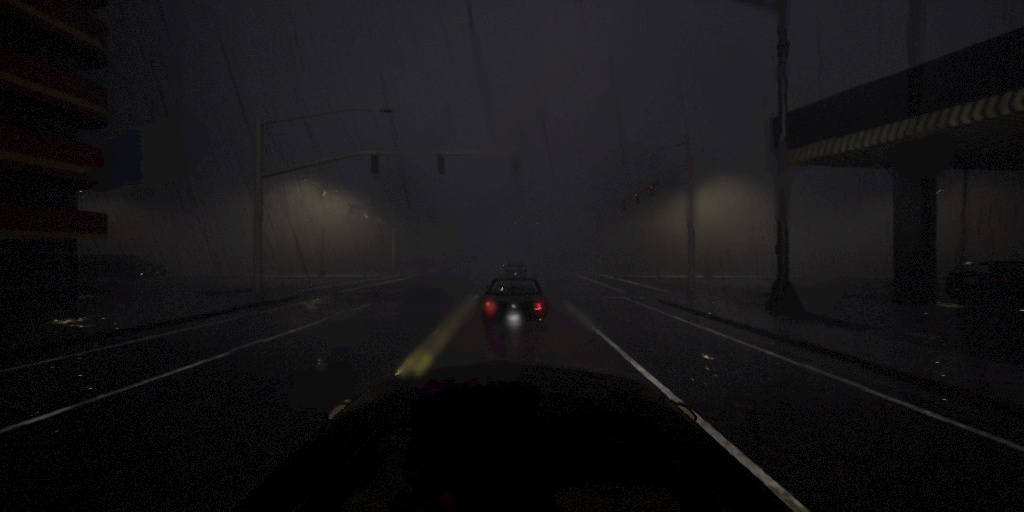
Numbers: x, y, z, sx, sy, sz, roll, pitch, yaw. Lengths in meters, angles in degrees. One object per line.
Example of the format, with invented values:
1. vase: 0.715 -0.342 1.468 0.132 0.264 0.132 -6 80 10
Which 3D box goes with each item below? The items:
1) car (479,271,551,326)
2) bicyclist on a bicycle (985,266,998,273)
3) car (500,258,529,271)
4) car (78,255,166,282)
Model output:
1. car: 0.087 1.333 11.506 1.895 1.301 4.718 0 0 0
2. bicyclist on a bicycle: 25.993 1.106 19.298 0.582 1.620 1.656 0 -9 18
3. car: 0.403 1.189 30.979 2.128 1.511 4.902 0 0 2
4. car: -30.515 0.923 28.077 5.566 2.045 2.150 0 0 1
